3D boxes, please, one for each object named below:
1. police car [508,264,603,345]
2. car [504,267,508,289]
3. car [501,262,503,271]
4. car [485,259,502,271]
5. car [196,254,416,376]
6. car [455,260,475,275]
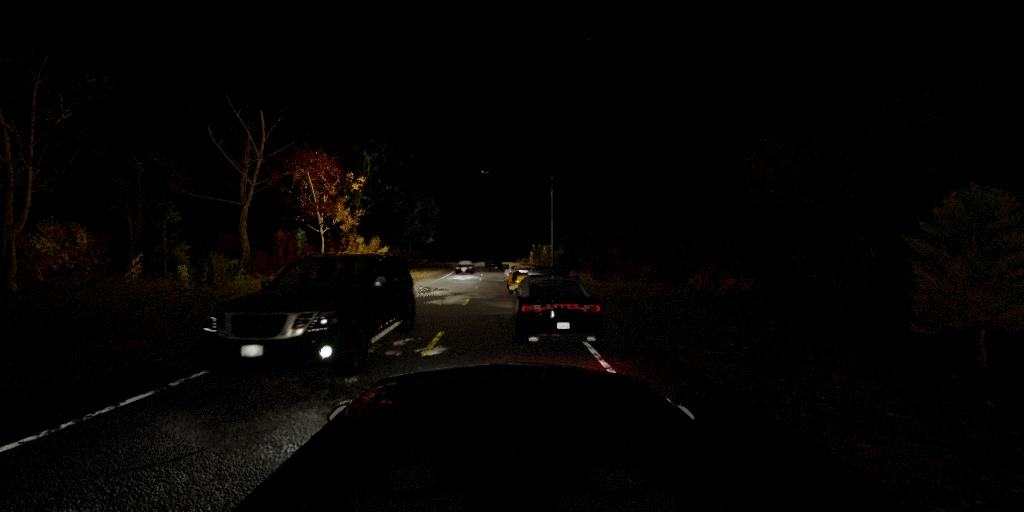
[{"bbox_3d":[0.964,1.174,9.663,1.930,1.638,5.238,0,0,-1],"label":"police car"},{"bbox_3d":[0.667,1.200,19.795,1.801,1.575,5.366,0,0,-2],"label":"car"},{"bbox_3d":[0.401,1.264,25.633,1.812,1.442,4.674,0,0,-3],"label":"car"},{"bbox_3d":[-2.225,1.233,47.620,1.837,1.490,4.892,0,0,-5],"label":"car"},{"bbox_3d":[-3.679,0.971,7.777,2.150,2.045,5.566,0,0,-1],"label":"car"},{"bbox_3d":[-5.061,1.227,38.775,2.128,1.511,4.902,0,0,-5],"label":"car"}]
